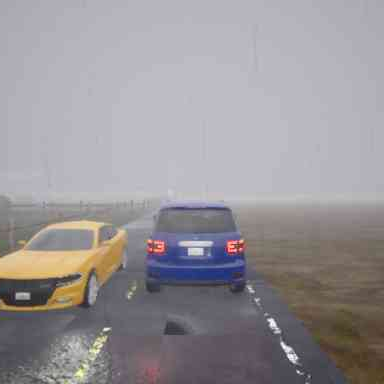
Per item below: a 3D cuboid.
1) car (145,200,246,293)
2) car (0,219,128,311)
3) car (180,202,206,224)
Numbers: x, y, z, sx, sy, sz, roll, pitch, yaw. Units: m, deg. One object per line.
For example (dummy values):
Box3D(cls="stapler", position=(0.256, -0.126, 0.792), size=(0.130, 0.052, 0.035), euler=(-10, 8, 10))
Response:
Box3D(cls="car", position=(0.077, 1.226, 9.021), size=(2.150, 2.045, 5.566), euler=(0, 0, 0))
Box3D(cls="car", position=(-2.856, 1.480, 8.104), size=(1.882, 1.535, 5.008), euler=(0, 0, 0))
Box3D(cls="car", position=(0.066, 1.543, 26.162), size=(1.812, 1.442, 4.674), euler=(0, 0, 0))
